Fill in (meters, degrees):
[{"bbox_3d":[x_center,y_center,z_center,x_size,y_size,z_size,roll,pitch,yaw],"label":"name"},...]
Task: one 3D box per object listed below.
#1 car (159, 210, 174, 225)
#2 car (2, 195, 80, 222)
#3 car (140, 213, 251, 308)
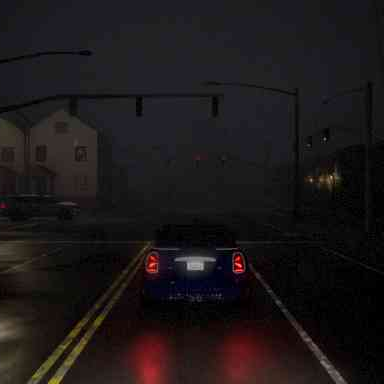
[{"bbox_3d":[-3.543,3.673,46.730,1.812,1.442,4.674,-1,-13,-1],"label":"car"},{"bbox_3d":[-11.683,1.223,25.951,5.566,2.045,2.150,0,0,-11],"label":"car"},{"bbox_3d":[0.081,1.352,8.112,2.097,1.767,4.553,0,0,0],"label":"car"}]
